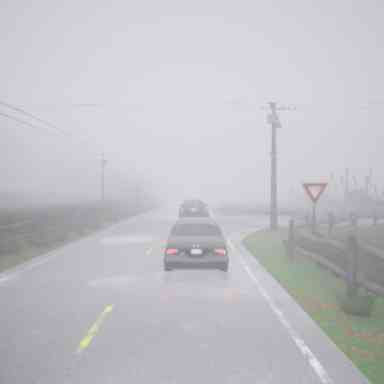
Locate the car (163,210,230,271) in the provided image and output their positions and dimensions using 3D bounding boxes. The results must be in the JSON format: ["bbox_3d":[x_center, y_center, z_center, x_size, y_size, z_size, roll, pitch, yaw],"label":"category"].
[{"bbox_3d":[0.141,1.527,10.773,2.033,1.411,5.357,0,0,1],"label":"car"}]

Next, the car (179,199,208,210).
[{"bbox_3d":[0.125,1.281,24.589,2.097,1.767,4.553,0,0,0],"label":"car"}]
